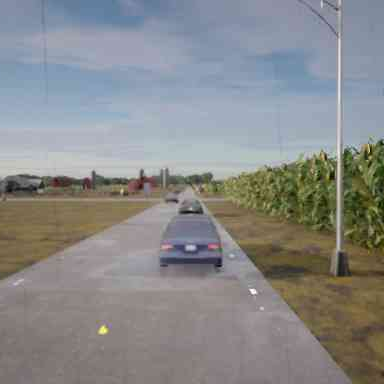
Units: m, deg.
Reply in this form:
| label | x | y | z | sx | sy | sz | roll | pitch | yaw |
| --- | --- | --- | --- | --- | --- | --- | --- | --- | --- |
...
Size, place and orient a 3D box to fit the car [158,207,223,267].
| label | x | y | z | sx | sy | sz | roll | pitch | yaw |
| --- | --- | --- | --- | --- | --- | --- | --- | --- | --- |
| car | -0.025 | 1.436 | 10.951 | 2.033 | 1.411 | 5.357 | 0 | 1 | 0 |

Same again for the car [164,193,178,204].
| label | x | y | z | sx | sy | sz | roll | pitch | yaw |
| --- | --- | --- | --- | --- | --- | --- | --- | --- | --- |
| car | -3.032 | 0.955 | 49.669 | 1.882 | 1.535 | 5.008 | 0 | 0 | 0 |

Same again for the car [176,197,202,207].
| label | x | y | z | sx | sy | sz | roll | pitch | yaw |
| --- | --- | --- | --- | --- | --- | --- | --- | --- | --- |
| car | -0.079 | 1.267 | 28.398 | 1.994 | 1.385 | 4.181 | 0 | 1 | 0 |
